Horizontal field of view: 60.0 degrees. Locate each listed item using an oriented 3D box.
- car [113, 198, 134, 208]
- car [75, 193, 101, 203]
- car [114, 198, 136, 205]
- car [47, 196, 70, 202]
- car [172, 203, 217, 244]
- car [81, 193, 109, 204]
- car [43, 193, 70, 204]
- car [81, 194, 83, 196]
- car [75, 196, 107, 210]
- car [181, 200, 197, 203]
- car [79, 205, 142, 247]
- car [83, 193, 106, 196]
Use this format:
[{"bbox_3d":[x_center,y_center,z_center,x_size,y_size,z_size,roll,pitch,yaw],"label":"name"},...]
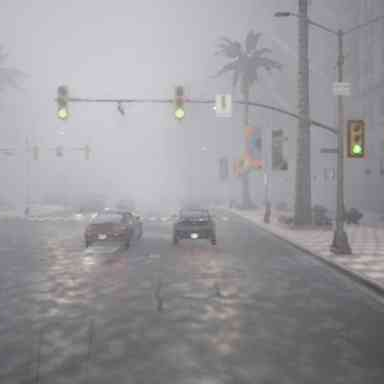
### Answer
[{"bbox_3d":[-10.113,1.584,48.913,1.895,1.301,4.718,0,0,-25],"label":"car"},{"bbox_3d":[-22.486,1.201,71.866,5.566,2.045,2.150,0,0,28],"label":"car"},{"bbox_3d":[-7.377,1.535,37.725,2.033,1.411,5.357,0,0,-4],"label":"car"},{"bbox_3d":[-28.451,1.512,70.869,4.718,1.301,1.895,0,0,22],"label":"car"},{"bbox_3d":[0.103,1.500,15.793,1.837,1.490,4.892,0,0,0],"label":"car"},{"bbox_3d":[-19.172,1.201,65.626,5.566,2.045,2.150,0,0,35],"label":"car"},{"bbox_3d":[-25.111,1.202,61.208,5.566,2.045,2.150,0,0,35],"label":"car"},{"bbox_3d":[-19.899,1.504,61.803,4.674,1.442,1.812,0,0,38],"label":"car"},{"bbox_3d":[-10.837,1.493,36.133,1.837,1.490,4.892,0,0,-3],"label":"car"},{"bbox_3d":[-0.359,1.588,39.561,1.895,1.301,4.718,0,0,-6],"label":"car"},{"bbox_3d":[-3.398,1.521,14.888,1.812,1.442,4.674,0,0,0],"label":"car"},{"bbox_3d":[-14.356,1.207,49.811,2.150,2.045,5.566,0,0,-29],"label":"car"}]
